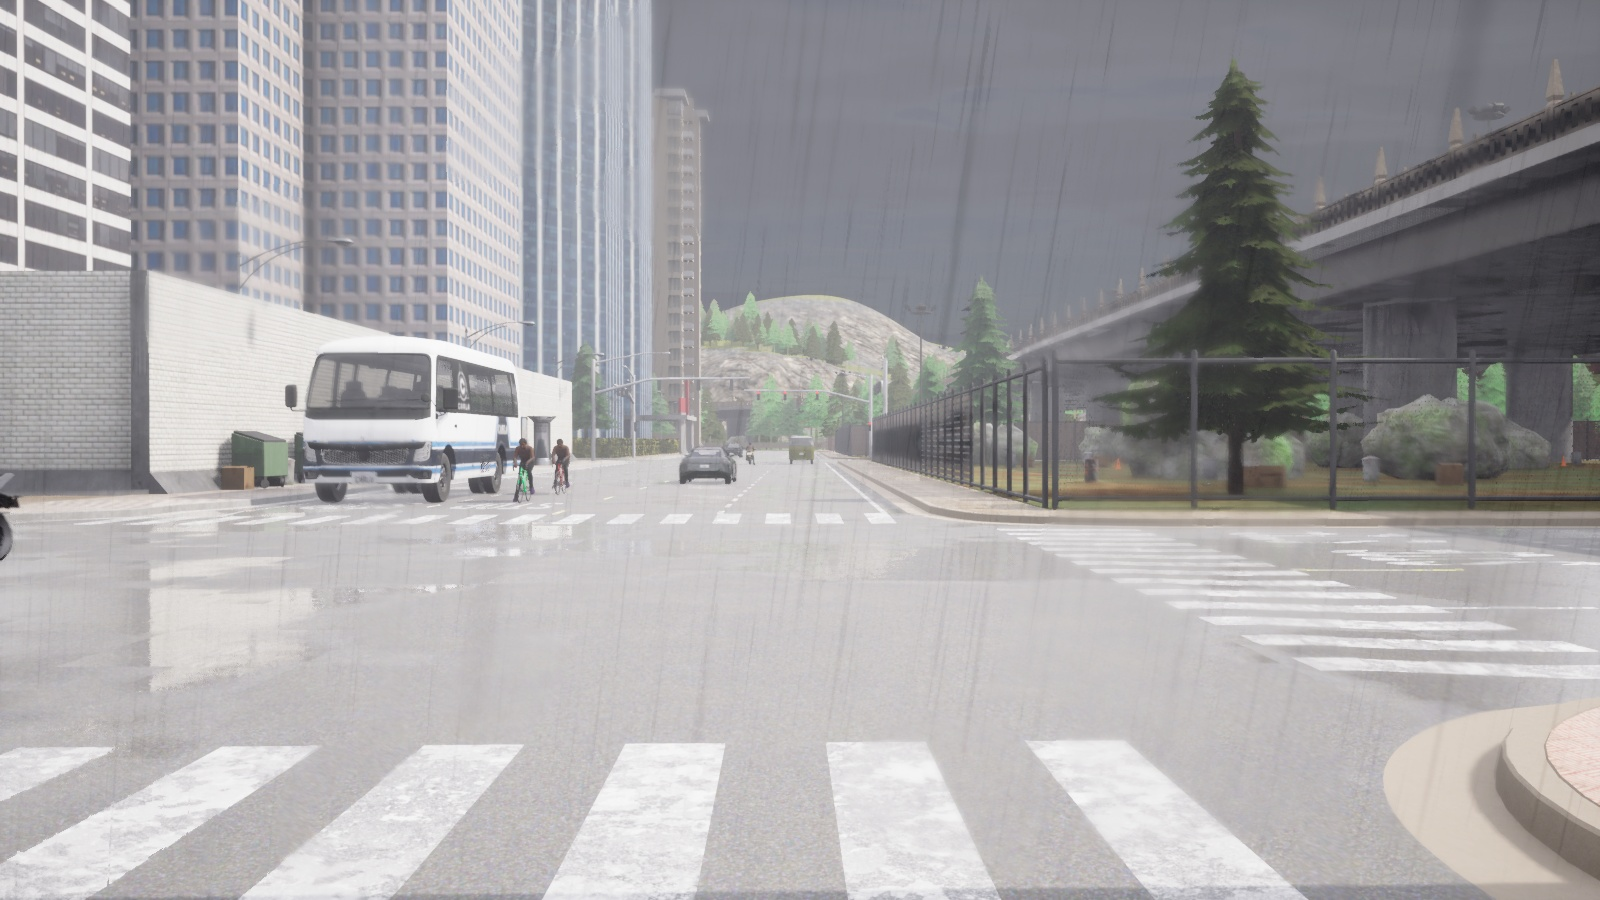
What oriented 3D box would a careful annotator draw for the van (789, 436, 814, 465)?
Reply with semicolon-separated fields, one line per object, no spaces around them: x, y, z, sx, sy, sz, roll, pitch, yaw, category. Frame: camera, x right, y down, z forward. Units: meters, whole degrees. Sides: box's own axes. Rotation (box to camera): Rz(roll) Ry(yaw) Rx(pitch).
0.106;-0.003;89.002;1.775;1.987;4.442;0;0;0;van

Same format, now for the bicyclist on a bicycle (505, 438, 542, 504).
-6.952;0.515;31.641;0.582;1.620;1.656;0;1;0;bicyclist on a bicycle

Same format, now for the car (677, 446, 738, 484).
-3.436;0.540;47.434;1.994;1.385;4.181;0;0;0;car

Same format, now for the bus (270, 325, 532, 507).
-10.448;-0.833;34.565;3.944;4.253;10.273;0;0;0;bus

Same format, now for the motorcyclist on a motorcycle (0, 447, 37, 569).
-10.469;0.727;15.422;0.866;1.530;2.191;0;0;0;motorcyclist on a motorcycle

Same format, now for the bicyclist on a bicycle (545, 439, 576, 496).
-6.947;0.487;36.483;0.582;1.620;1.656;0;0;0;bicyclist on a bicycle
